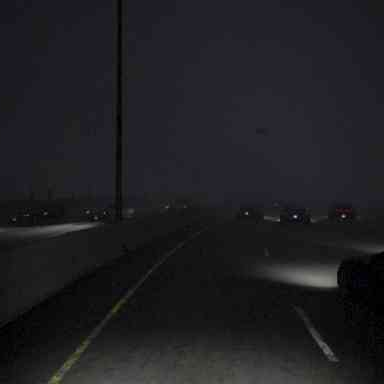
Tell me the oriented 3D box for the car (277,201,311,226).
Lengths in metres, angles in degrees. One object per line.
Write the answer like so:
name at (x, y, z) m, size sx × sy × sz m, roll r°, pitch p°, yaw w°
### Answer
car at (7.340, 1.593, 23.726) m, size 1.994 × 1.385 × 4.181 m, roll 0°, pitch 0°, yaw 16°

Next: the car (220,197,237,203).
car at (6.904, 1.710, 61.883) m, size 1.812 × 1.442 × 4.674 m, roll 0°, pitch 0°, yaw 36°

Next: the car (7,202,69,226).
car at (-10.904, 1.510, 23.884) m, size 2.128 × 1.511 × 4.902 m, roll 0°, pitch 0°, yaw 14°

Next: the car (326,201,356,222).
car at (12.039, 1.537, 26.978) m, size 1.837 × 1.490 × 4.892 m, roll 0°, pitch 0°, yaw 19°

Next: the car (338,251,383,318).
car at (3.946, 1.540, 5.278) m, size 1.812 × 1.442 × 4.674 m, roll 0°, pitch 0°, yaw 4°

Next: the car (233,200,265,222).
car at (4.733, 1.598, 27.027) m, size 1.994 × 1.385 × 4.181 m, roll 0°, pitch 0°, yaw 17°

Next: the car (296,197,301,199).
car at (20.659, 1.672, 67.387) m, size 1.837 × 1.490 × 4.892 m, roll 0°, pitch -1°, yaw 42°

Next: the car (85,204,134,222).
car at (-6.551, 1.631, 26.868) m, size 1.895 × 1.301 × 4.718 m, roll 0°, pitch 0°, yaw 16°

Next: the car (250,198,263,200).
car at (11.986, 1.745, 62.768) m, size 1.994 × 1.385 × 4.181 m, roll 0°, pitch -1°, yaw 39°

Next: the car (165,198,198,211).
car at (-0.926, 1.401, 32.702) m, size 2.097 × 1.767 × 4.553 m, roll 0°, pitch 0°, yaw 20°

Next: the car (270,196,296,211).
car at (11.349, 1.580, 42.532) m, size 2.163 × 1.488 × 4.792 m, roll 0°, pitch 0°, yaw 28°
